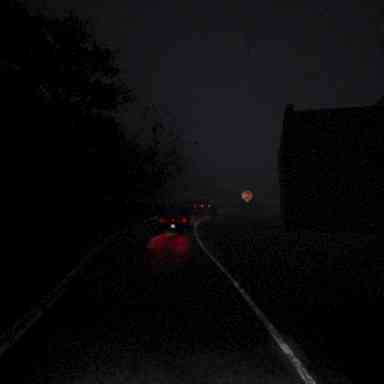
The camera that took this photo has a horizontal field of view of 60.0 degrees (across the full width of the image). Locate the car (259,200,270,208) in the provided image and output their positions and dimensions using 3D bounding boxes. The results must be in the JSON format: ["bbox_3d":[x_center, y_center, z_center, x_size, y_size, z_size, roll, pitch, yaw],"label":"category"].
[{"bbox_3d":[12.985,2.363,66.629,2.231,1.521,4.892,3,-1,-16],"label":"car"}]

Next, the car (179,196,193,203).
[{"bbox_3d":[-1.481,1.747,76.134,2.002,1.452,4.674,4,-1,-16],"label":"car"}]

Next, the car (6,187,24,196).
[{"bbox_3d":[-35.205,-0.034,66.240,2.163,1.488,4.792,4,-1,-16],"label":"car"}]

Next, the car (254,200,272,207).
[{"bbox_3d":[17.276,2.798,81.442,2.097,1.535,5.008,3,-1,-16],"label":"car"}]

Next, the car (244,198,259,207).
[{"bbox_3d":[10.309,1.955,65.908,2.435,2.045,5.566,3,-1,-16],"label":"car"}]

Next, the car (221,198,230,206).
[{"bbox_3d":[4.951,1.739,64.392,2.185,1.767,4.553,4,-1,-16],"label":"car"}]

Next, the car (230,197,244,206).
[{"bbox_3d":[7.622,2.039,65.110,2.097,1.535,5.008,3,-1,-16],"label":"car"}]

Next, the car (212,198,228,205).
[{"bbox_3d":[6.624,2.238,78.621,1.946,1.575,5.366,3,-1,-16],"label":"car"}]

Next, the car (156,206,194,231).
[{"bbox_3d":[-1.001,1.608,20.566,1.895,1.301,4.718,0,0,1],"label":"car"}]

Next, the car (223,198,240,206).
[{"bbox_3d":[9.309,2.395,79.382,1.946,1.575,5.366,3,-1,-16],"label":"car"}]

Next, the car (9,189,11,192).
[{"bbox_3d":[-28.969,0.130,54.415,2.163,1.488,4.792,4,-1,-16],"label":"car"}]

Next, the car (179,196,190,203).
[{"bbox_3d":[-0.390,1.528,62.815,2.163,1.488,4.792,4,-1,-16],"label":"car"}]

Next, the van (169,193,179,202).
[{"bbox_3d":[-3.996,1.308,75.288,1.878,1.987,4.442,4,0,-16],"label":"van"}]

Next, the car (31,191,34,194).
[{"bbox_3d":[-32.673,0.005,67.023,2.185,1.767,4.553,4,-1,-16],"label":"car"}]

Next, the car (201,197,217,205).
[{"bbox_3d":[3.983,2.103,77.709,2.163,1.488,4.792,4,-1,-16],"label":"car"}]

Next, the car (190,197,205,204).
[{"bbox_3d":[1.193,1.930,76.892,2.002,1.452,4.674,4,-1,-16],"label":"car"}]

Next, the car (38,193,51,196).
[{"bbox_3d":[-30.013,0.333,67.741,2.097,1.535,5.008,4,-1,-16],"label":"car"}]

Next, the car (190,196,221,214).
[{"bbox_3d":[1.598,1.574,37.714,2.097,1.767,4.553,0,-1,14],"label":"car"}]

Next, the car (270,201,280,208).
[{"bbox_3d":[15.660,2.538,67.364,2.163,1.488,4.792,3,-1,-16],"label":"car"}]

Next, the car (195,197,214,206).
[{"bbox_3d":[2.267,1.711,63.629,2.163,1.488,4.792,4,-1,-16],"label":"car"}]

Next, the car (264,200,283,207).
[{"bbox_3d":[20.081,2.921,82.236,2.231,1.521,4.892,3,-1,-16],"label":"car"}]
